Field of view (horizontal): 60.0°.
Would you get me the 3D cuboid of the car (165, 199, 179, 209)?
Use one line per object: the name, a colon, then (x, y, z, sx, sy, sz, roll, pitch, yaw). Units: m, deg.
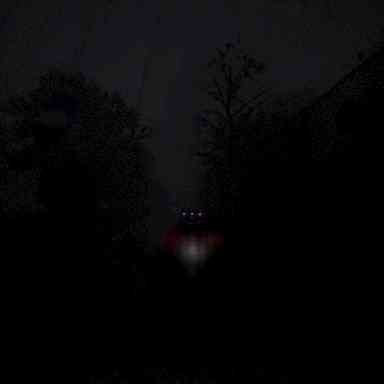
car: (-2.965, 1.865, 52.371, 1.812, 1.442, 4.674, 0, 0, 0)

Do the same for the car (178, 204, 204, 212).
car: (0.033, 1.783, 28.451, 1.895, 1.301, 4.718, 0, 0, 0)

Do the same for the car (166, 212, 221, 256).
car: (0.057, 1.688, 13.459, 1.895, 1.301, 4.718, 0, 0, 0)
